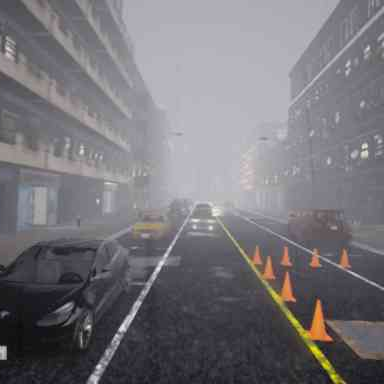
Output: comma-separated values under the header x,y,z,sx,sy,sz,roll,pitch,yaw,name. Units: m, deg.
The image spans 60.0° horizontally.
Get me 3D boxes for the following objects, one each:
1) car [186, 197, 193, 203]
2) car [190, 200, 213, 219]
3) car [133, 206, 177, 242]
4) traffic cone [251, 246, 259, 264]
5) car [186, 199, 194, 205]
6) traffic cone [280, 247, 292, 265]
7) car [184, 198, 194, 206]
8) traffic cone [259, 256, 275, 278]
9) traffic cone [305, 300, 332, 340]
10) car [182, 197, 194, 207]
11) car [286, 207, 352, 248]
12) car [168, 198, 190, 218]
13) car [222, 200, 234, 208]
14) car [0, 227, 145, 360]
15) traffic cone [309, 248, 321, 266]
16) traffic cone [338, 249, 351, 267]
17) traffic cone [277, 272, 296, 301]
x,y,z,sx,sy,sz,roll,pitch,yaw,name
-1.418,1.710,39.944,2.192,1.841,5.009,2,-1,1,car
1.122,1.894,34.350,1.882,1.535,5.008,2,-1,1,car
-2.007,1.653,17.234,1.752,1.417,4.829,2,-1,1,car
2.247,2.158,11.507,0.340,0.580,0.340,2,-1,1,traffic cone
-0.417,2.398,79.381,1.887,1.381,4.507,2,-1,1,car
3.246,2.190,11.482,0.340,0.580,0.340,2,-1,1,traffic cone
-0.558,2.229,73.747,1.967,1.590,4.097,2,-1,1,car
2.195,2.134,9.508,0.340,0.580,0.340,2,-1,1,traffic cone
2.093,2.086,5.511,0.340,0.580,0.340,2,-1,1,traffic cone
-0.697,2.038,68.115,2.192,1.841,5.009,2,-1,1,car
6.379,1.713,17.186,2.192,1.841,5.009,2,-1,1,car
-1.567,1.769,34.309,1.967,1.590,4.097,2,-1,1,car
7.672,2.519,68.061,1.752,1.417,4.829,2,-1,1,car
-2.292,1.561,6.135,1.947,1.339,4.313,2,-1,1,car
4.245,2.222,11.456,0.340,0.580,0.340,2,-1,1,traffic cone
5.244,2.254,11.430,0.340,0.580,0.340,2,-1,1,traffic cone
2.145,2.110,7.510,0.340,0.580,0.340,2,-1,1,traffic cone
